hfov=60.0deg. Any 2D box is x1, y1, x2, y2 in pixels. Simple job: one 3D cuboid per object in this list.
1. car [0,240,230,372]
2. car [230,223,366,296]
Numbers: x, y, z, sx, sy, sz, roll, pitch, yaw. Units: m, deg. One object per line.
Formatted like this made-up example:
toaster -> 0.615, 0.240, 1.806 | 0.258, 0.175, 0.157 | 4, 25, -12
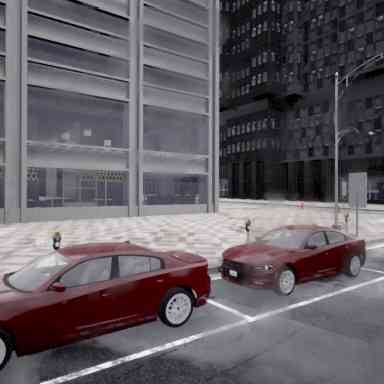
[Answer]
car -> -1.755, 1.545, 5.416 | 4.507, 1.381, 1.887 | 0, 0, -36
car -> 2.736, 1.545, 8.635 | 4.507, 1.381, 1.887 | 0, 0, -36
